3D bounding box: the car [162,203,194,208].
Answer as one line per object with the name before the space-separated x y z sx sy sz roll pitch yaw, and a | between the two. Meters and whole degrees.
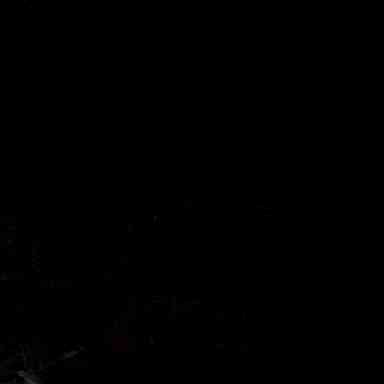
car | -1.719 1.910 36.769 2.033 1.411 5.357 0 0 36
